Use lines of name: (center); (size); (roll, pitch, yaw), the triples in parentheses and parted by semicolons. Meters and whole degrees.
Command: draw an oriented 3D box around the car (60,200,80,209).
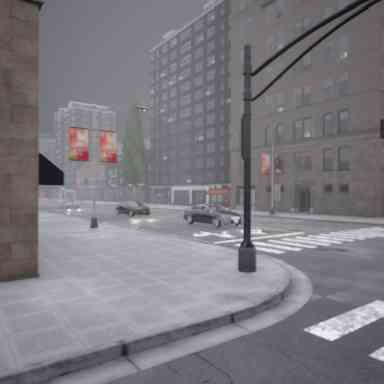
car: (-18.428, 1.797, 50.214); (1.895, 1.301, 4.718); (0, 0, -36)

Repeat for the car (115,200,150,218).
car: (-5.854, 1.593, 32.539); (1.882, 1.535, 5.008); (0, 0, -36)

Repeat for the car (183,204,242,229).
car: (1.305, 1.559, 22.565); (2.128, 1.511, 4.902); (0, 0, -36)
